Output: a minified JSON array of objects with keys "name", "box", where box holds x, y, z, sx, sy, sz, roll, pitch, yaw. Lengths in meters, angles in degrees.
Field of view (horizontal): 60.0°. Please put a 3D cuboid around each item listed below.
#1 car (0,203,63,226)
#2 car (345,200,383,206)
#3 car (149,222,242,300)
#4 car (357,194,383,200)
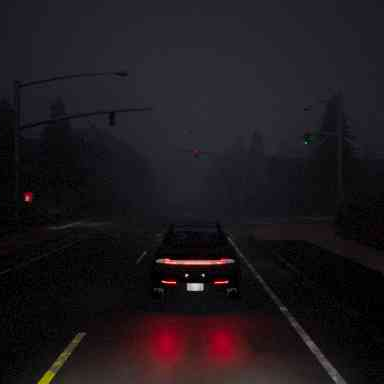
[{"name":"car","box":[-11.544,1.493,23.033,5.008,1.535,1.882,0,0,1]},{"name":"car","box":[14.256,1.506,24.966,4.674,1.442,1.812,0,0,-6]},{"name":"car","box":[0.076,1.492,8.398,2.128,1.511,4.902,0,0,0]},{"name":"car","box":[15.856,1.202,28.932,5.566,2.045,2.150,0,0,-8]}]
